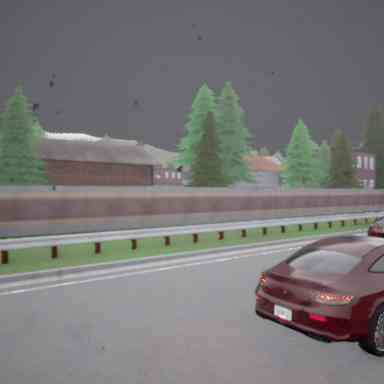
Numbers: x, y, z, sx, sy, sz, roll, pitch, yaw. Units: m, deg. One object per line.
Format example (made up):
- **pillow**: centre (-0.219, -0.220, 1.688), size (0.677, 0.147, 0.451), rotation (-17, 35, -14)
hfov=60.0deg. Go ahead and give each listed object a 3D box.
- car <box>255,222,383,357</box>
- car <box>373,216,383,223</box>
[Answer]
- **car**: centre (3.151, 1.524, 6.004), size (4.674, 1.442, 1.812), rotation (0, 0, -35)
- **car**: centre (9.791, 1.559, 15.028), size (4.181, 1.385, 1.994), rotation (0, 0, -35)
